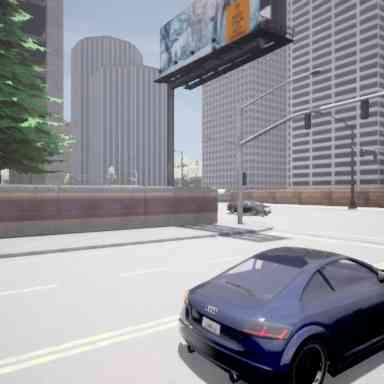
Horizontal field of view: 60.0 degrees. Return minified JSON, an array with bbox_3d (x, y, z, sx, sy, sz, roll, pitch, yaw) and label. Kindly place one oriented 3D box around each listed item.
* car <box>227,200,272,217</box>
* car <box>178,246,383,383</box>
[{"bbox_3d":[5.437,1.486,31.978,2.128,1.511,4.902,0,0,-35],"label":"car"},{"bbox_3d":[1.871,1.563,5.121,4.181,1.385,1.994,0,0,-35],"label":"car"}]
